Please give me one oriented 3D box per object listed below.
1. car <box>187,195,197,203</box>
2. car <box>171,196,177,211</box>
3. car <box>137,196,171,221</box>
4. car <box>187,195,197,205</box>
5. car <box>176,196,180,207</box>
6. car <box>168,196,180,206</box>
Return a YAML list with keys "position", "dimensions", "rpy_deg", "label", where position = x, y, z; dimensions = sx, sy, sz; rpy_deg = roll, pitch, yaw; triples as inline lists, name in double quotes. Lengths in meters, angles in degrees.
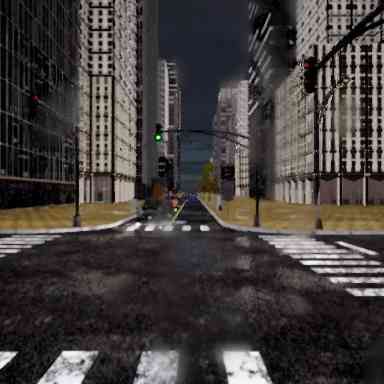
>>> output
- position: [0.005, 1.341, 68.749]
  dimensions: [2.128, 1.511, 4.902]
  rpy_deg: [0, 0, 0]
  label: "car"
- position: [-3.067, 1.513, 36.543]
  dimensions: [2.033, 1.411, 5.357]
  rpy_deg: [0, 0, 0]
  label: "car"
- position: [-3.113, 1.327, 27.070]
  dimensions: [2.097, 1.767, 4.553]
  rpy_deg: [0, 0, 1]
  label: "car"
- position: [0.004, 1.489, 58.328]
  dimensions: [2.033, 1.411, 5.357]
  rpy_deg: [0, 0, 0]
  label: "car"
- position: [-2.998, 1.308, 45.868]
  dimensions: [2.097, 1.767, 4.553]
  rpy_deg: [0, 0, 0]
  label: "car"
- position: [-2.997, 1.422, 56.087]
  dimensions: [1.882, 1.535, 5.008]
  rpy_deg: [0, 0, 0]
  label: "car"
